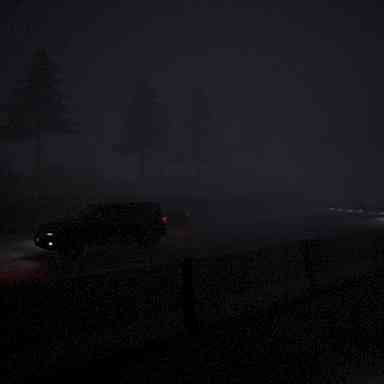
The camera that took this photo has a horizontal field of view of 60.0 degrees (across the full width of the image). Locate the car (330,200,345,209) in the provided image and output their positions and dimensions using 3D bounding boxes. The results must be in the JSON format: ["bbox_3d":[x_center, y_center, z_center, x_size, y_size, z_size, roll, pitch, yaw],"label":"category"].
[{"bbox_3d":[24.577,2.104,55.693,1.994,1.385,4.181,-1,-1,33],"label":"car"}]

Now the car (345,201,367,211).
[{"bbox_3d":[24.594,1.997,49.204,2.033,1.411,5.357,-1,-1,35],"label":"car"}]

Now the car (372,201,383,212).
[{"bbox_3d":[25.317,1.921,44.166,2.033,1.411,5.357,-1,-1,37],"label":"car"}]

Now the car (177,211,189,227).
[{"bbox_3d":[-2.208,1.930,24.576,4.181,1.385,1.994,0,-1,-41],"label":"car"}]

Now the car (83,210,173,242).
[{"bbox_3d":[-3.545,1.827,18.950,4.674,1.442,1.812,0,-1,-39],"label":"car"}]

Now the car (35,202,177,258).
[{"bbox_3d":[-3.690,1.461,14.383,5.566,2.045,2.150,0,-1,-37],"label":"car"}]
